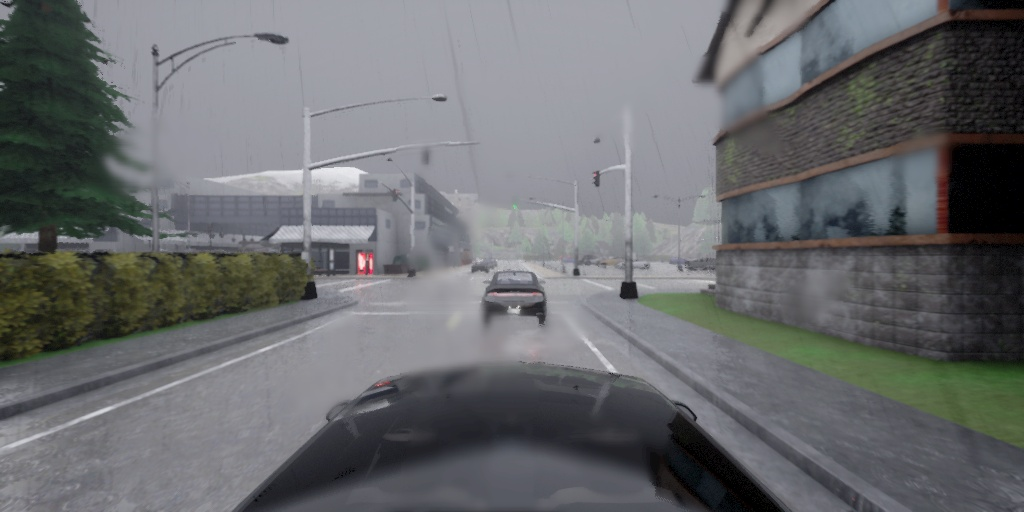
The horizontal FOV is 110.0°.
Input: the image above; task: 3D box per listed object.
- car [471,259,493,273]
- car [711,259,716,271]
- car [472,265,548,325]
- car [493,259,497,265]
[{"bbox_3d":[-3.600,1.267,41.398,1.895,1.301,4.718,0,0,0],"label":"car"},{"bbox_3d":[16.424,1.089,24.464,4.181,1.385,1.994,0,0,0],"label":"car"},{"bbox_3d":[0.087,1.220,11.706,2.128,1.511,4.902,0,0,0],"label":"car"},{"bbox_3d":[-3.590,1.209,51.424,1.994,1.385,4.181,0,0,0],"label":"car"}]
